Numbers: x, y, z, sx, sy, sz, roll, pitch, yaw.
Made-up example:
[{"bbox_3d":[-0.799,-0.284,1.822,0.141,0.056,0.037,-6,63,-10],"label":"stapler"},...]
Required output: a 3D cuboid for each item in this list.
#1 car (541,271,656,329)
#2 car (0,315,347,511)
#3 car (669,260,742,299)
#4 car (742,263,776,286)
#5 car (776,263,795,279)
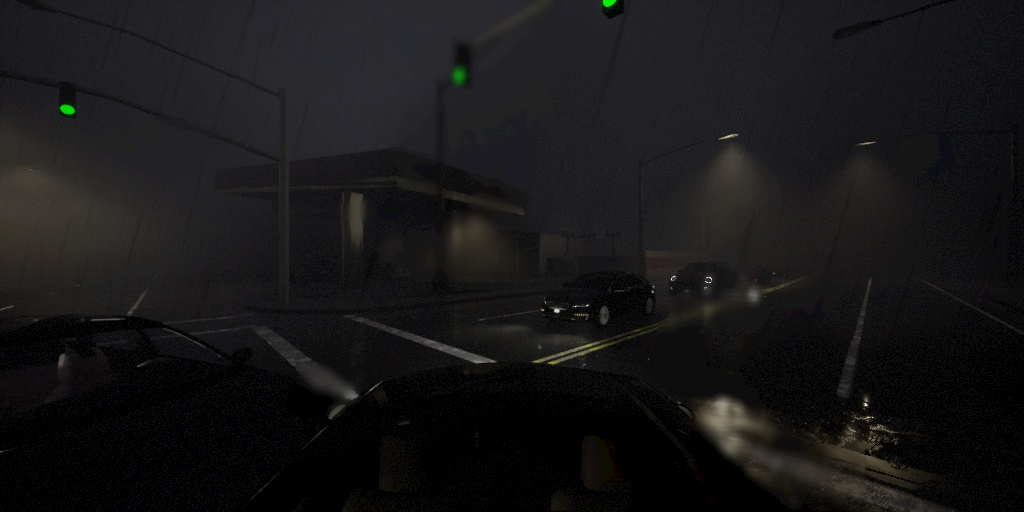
[{"bbox_3d":[2.947,1.255,11.564,4.892,1.490,1.837,0,0,-45],"label":"car"},{"bbox_3d":[-3.406,1.242,2.582,4.902,1.511,2.128,0,0,15],"label":"car"},{"bbox_3d":[9.825,1.102,18.370,4.553,1.767,2.097,0,0,-45],"label":"car"},{"bbox_3d":[16.792,1.314,25.241,1.994,1.385,4.181,0,0,44],"label":"car"},{"bbox_3d":[23.965,1.314,32.253,4.181,1.385,1.994,0,0,-44],"label":"car"}]
